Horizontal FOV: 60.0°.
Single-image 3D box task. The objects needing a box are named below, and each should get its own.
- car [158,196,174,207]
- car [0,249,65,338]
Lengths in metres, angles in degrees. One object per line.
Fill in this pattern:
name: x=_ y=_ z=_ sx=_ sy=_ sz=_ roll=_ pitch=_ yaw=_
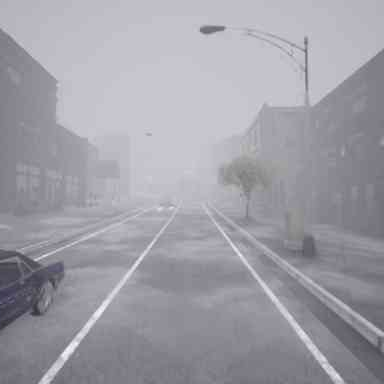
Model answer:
car: x=-3.622 y=1.312 z=46.684 sx=1.837 sy=1.490 sz=4.892 roll=0 pitch=1 yaw=0
car: x=-3.599 y=1.617 z=4.788 sx=1.895 sy=1.301 sz=4.718 roll=0 pitch=0 yaw=0
